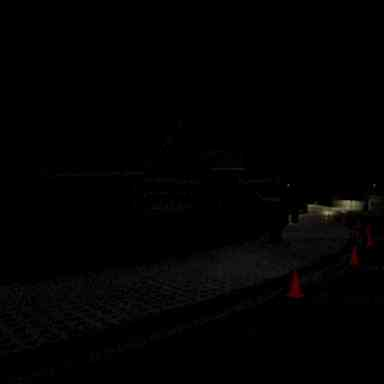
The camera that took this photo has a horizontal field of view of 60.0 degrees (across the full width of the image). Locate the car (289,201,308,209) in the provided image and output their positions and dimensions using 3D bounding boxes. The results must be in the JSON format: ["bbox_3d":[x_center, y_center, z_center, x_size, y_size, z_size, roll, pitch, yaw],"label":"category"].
[{"bbox_3d":[17.147,2.100,53.931,2.033,1.411,5.357,0,0,3],"label":"car"}]

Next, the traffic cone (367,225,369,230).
[{"bbox_3d":[10.164,2.191,19.203,0.340,0.580,0.340,0,0,24],"label":"traffic cone"}]

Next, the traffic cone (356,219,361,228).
[{"bbox_3d":[11.807,2.237,23.619,0.340,0.580,0.340,0,0,17],"label":"traffic cone"}]

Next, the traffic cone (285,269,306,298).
[{"bbox_3d":[2.337,2.043,7.510,0.340,0.580,0.340,1,-1,-40],"label":"traffic cone"}]

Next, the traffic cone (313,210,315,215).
[{"bbox_3d":[13.938,2.364,37.889,0.340,0.580,0.340,0,0,5],"label":"traffic cone"}]

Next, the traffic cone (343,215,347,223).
[{"bbox_3d":[12.930,2.280,28.195,0.340,0.580,0.340,0,0,10],"label":"traffic cone"}]

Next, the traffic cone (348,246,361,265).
[{"bbox_3d":[5.415,2.095,11.083,0.340,0.580,0.340,0,-1,37],"label":"traffic cone"}]

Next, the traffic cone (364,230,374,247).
[{"bbox_3d":[8.024,2.143,15.006,0.340,0.580,0.340,0,-1,30],"label":"traffic cone"}]
